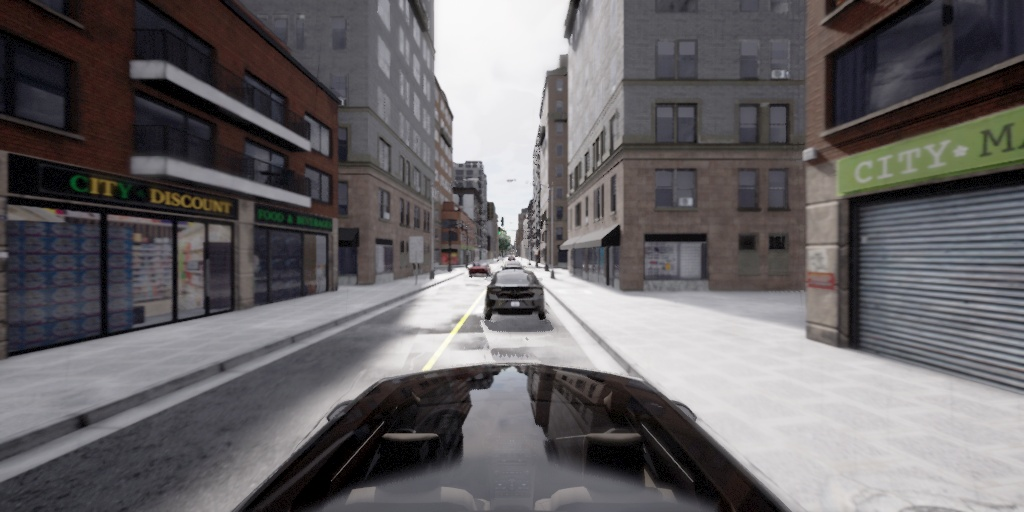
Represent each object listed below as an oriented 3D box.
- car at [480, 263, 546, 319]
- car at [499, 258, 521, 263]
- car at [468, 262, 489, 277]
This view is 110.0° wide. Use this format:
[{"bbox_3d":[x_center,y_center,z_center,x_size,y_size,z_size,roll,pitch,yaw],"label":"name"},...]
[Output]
[{"bbox_3d":[0.093,1.201,12.767,1.882,1.535,5.008,0,1,0],"label":"car"},{"bbox_3d":[0.084,1.184,29.916,1.837,1.490,4.892,0,0,0],"label":"car"},{"bbox_3d":[-3.050,1.269,34.289,1.895,1.301,4.718,0,0,1],"label":"car"}]
